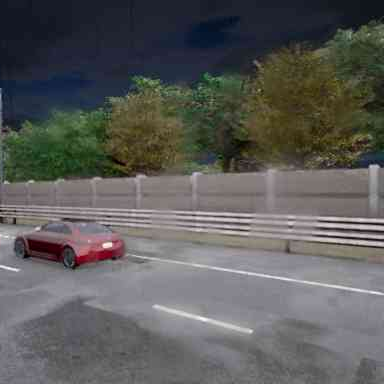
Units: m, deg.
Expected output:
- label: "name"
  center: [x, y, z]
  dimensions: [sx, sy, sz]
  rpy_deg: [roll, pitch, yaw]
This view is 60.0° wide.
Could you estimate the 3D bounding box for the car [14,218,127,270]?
- label: "car"
  center: [-4.190, 1.585, 11.261]
  dimensions: [4.181, 1.385, 1.994]
  rpy_deg: [0, 0, 36]
